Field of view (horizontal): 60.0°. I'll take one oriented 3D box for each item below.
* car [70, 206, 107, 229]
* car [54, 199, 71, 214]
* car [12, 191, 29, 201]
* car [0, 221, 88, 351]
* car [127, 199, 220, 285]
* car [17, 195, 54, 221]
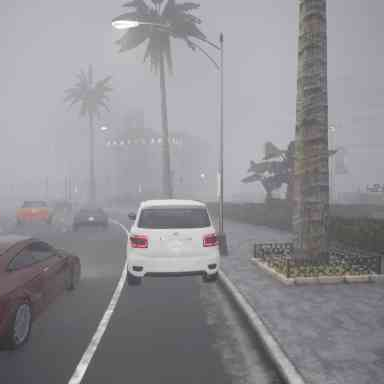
[{"bbox_3d":[-6.508,1.559,21.314,1.994,1.385,4.181,0,0,-17],"label":"car"},{"bbox_3d":[-14.383,1.493,35.572,1.837,1.490,4.892,1,0,-38],"label":"car"},{"bbox_3d":[-37.893,1.221,71.704,4.553,1.767,2.185,0,0,21],"label":"car"},{"bbox_3d":[-3.427,1.523,5.993,1.812,1.442,4.674,0,0,-4],"label":"car"},{"bbox_3d":[-0.676,1.219,9.688,2.150,2.045,5.566,0,0,-7],"label":"car"},{"bbox_3d":[-11.284,1.343,24.010,2.097,1.767,4.553,0,0,-23],"label":"car"}]
